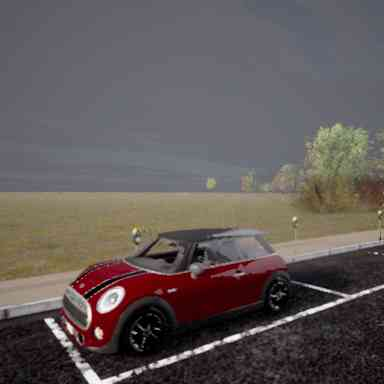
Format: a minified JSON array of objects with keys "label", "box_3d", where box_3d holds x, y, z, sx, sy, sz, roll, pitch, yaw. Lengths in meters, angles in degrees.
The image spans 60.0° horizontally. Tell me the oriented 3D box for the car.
[{"label":"car","box_3d":[-0.143,1.433,5.984,4.097,1.590,1.967,0,1,-35]}]
